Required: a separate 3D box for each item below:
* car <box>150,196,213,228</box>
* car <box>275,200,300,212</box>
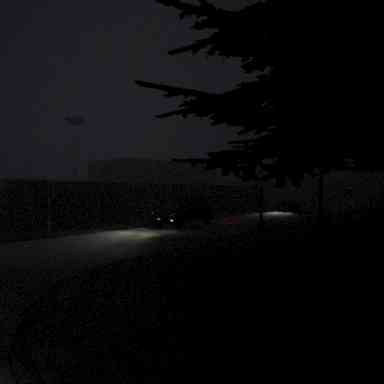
[{"bbox_3d":[-0.598,1.365,23.906,2.150,2.045,5.566,-1,0,35],"label":"car"},{"bbox_3d":[11.815,1.710,41.121,1.994,1.385,4.181,-1,-1,36],"label":"car"}]
